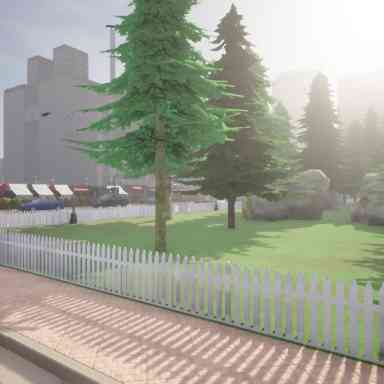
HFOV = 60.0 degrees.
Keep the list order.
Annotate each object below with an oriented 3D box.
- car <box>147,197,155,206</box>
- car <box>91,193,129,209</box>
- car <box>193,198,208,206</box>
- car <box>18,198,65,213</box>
[{"bbox_3d":[-5.305,1.352,54.038,2.097,1.767,4.553,0,0,34],"label":"car"},{"bbox_3d":[-11.092,1.221,45.533,2.150,2.045,5.566,0,0,34],"label":"car"},{"bbox_3d":[2.158,1.601,52.302,1.895,1.301,4.718,0,0,34],"label":"car"},{"bbox_3d":[-16.738,1.478,37.172,1.882,1.535,5.008,0,0,34],"label":"car"}]
